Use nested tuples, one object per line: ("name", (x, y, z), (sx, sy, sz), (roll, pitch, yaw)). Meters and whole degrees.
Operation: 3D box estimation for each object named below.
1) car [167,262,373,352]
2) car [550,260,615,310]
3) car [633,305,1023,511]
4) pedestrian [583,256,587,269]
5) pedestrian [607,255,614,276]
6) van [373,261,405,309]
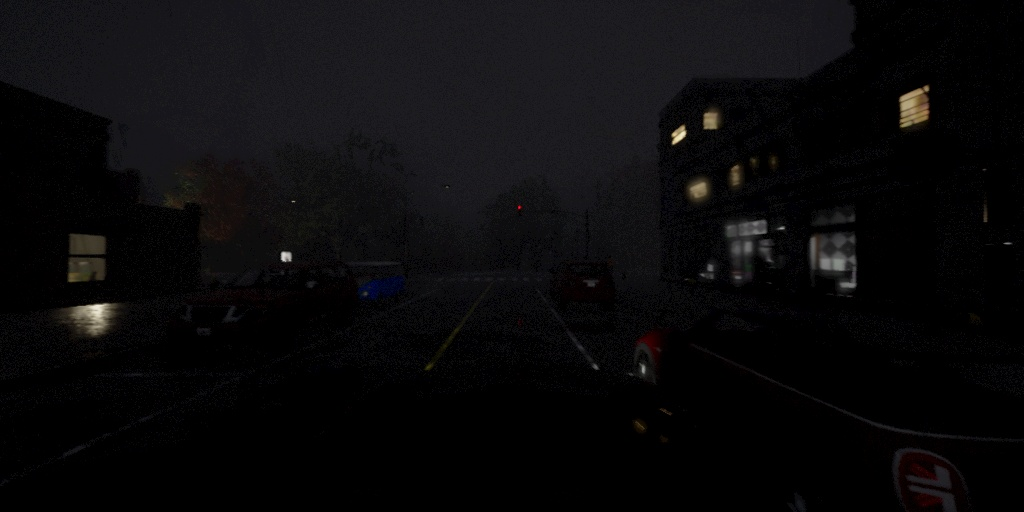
("car", (-5.688, 1.075, 9.118), (2.192, 1.841, 5.009), (0, 0, 0))
("car", (2.706, 1.083, 14.672), (2.192, 1.841, 5.009), (0, 0, 0))
("car", (2.692, 1.193, 3.587), (1.967, 1.591, 4.097), (0, 0, 0))
("pedestrian", (6.137, 0.918, 30.290), (0.375, 1.860, 0.375), (1, -1, 0))
("pedestrian", (8.137, 0.828, 29.691), (0.375, 1.860, 0.375), (1, -1, 0))
("van", (-5.701, 1.109, 14.660), (1.690, 1.789, 3.998), (0, 0, 0))
